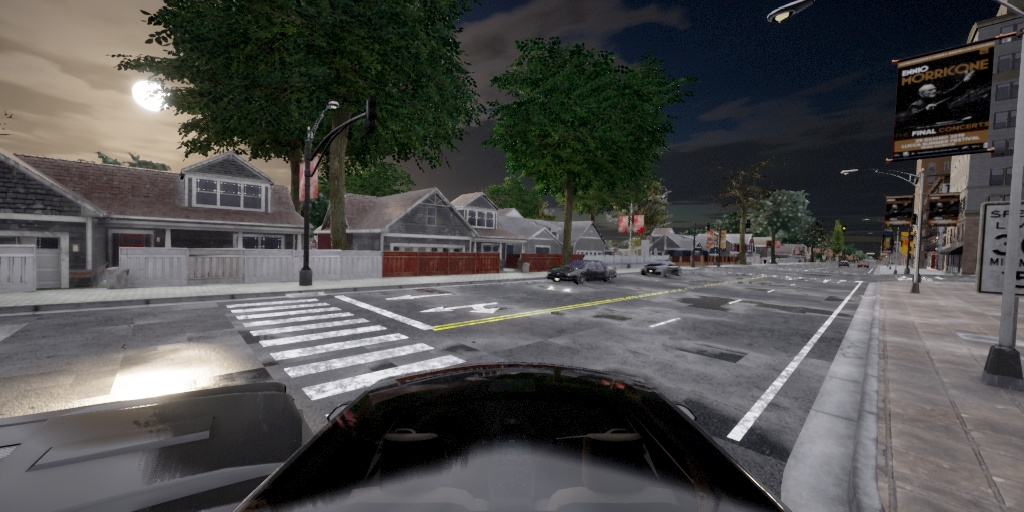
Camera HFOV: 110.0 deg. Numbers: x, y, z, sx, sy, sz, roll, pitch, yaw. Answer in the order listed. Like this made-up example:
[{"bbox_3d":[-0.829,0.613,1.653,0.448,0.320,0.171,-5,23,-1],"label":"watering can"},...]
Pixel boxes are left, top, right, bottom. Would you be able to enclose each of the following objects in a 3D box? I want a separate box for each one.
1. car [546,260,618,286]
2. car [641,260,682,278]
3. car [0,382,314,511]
[{"bbox_3d":[4.431,0.935,21.883,5.357,1.411,2.033,0,2,-44],"label":"car"},{"bbox_3d":[12.326,1.007,29.541,4.181,1.385,1.994,0,2,-44],"label":"car"},{"bbox_3d":[-3.307,1.295,1.232,4.718,1.301,1.895,1,2,-34],"label":"car"}]
